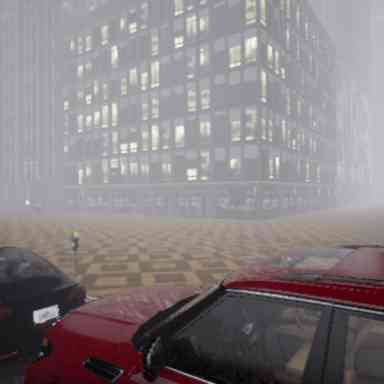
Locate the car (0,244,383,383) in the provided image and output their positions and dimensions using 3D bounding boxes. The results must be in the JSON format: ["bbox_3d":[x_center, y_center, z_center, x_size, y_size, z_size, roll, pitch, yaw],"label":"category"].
[{"bbox_3d":[0.986,1.316,2.176,5.009,1.841,2.192,0,0,35],"label":"car"}]
